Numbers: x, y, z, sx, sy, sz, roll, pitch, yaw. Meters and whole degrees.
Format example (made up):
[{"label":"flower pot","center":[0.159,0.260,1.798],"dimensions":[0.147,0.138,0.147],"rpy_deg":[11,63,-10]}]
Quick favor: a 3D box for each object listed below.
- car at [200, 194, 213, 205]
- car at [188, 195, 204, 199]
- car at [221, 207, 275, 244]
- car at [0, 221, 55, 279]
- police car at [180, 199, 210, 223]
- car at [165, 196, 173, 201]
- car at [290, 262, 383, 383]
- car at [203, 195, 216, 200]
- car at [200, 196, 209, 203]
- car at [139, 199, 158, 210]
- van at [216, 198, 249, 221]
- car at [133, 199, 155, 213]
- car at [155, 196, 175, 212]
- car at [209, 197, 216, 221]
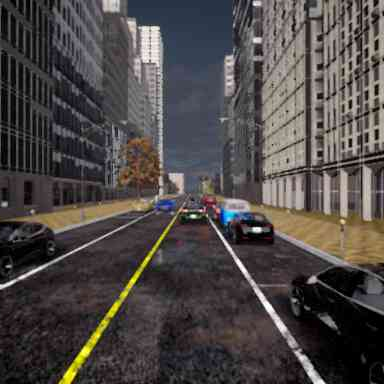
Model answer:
[{"label":"car","center":[2.683,1.382,61.354],"dimensions":[2.192,1.841,5.009],"rpy_deg":[0,0,0]},{"label":"car","center":[0.092,1.484,41.712],"dimensions":[2.033,1.649,4.856],"rpy_deg":[0,0,0]},{"label":"car","center":[2.690,1.592,15.815],"dimensions":[1.947,1.339,4.313],"rpy_deg":[0,0,0]},{"label":"car","center":[-5.690,1.584,10.130],"dimensions":[1.947,1.339,4.313],"rpy_deg":[0,0,0]},{"label":"police car","center":[0.096,1.543,25.781],"dimensions":[2.038,1.542,4.974],"rpy_deg":[0,0,0]},{"label":"car","center":[-5.703,1.656,84.132],"dimensions":[1.802,1.307,4.206],"rpy_deg":[0,0,0]},{"label":"car","center":[2.691,1.574,4.431],"dimensions":[1.947,1.339,4.313],"rpy_deg":[0,0,0]},{"label":"car","center":[2.685,1.375,49.969],"dimensions":[2.192,1.841,5.009],"rpy_deg":[0,0,0]},{"label":"car","center":[2.679,1.597,72.907],"dimensions":[1.752,1.417,4.829],"rpy_deg":[0,0,0]},{"label":"car","center":[-5.696,1.607,44.287],"dimensions":[2.008,1.369,4.403],"rpy_deg":[0,0,0]},{"label":"van","center":[2.689,1.375,21.510],"dimensions":[1.690,1.788,3.998],"rpy_deg":[0,0,0]},{"label":"car","center":[-5.695,1.577,38.423],"dimensions":[1.752,1.417,4.829],"rpy_deg":[0,0,0]},{"label":"car","center":[-3.101,1.530,39.579],"dimensions":[1.882,1.535,5.008],"rpy_deg":[0,0,0]},{"label":"car","center":[2.688,1.481,27.201],"dimensions":[1.967,1.590,4.097],"rpy_deg":[0,0,0]}]
